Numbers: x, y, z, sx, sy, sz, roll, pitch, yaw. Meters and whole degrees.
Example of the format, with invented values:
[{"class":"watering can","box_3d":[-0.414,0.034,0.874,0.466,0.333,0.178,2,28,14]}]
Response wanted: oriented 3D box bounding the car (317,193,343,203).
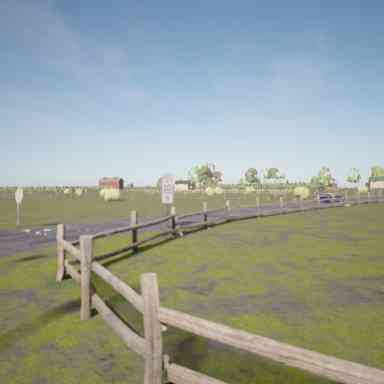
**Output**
[{"class":"car","box_3d":[19.347,0.811,46.697,4.718,1.301,1.895,-1,1,-44]}]
